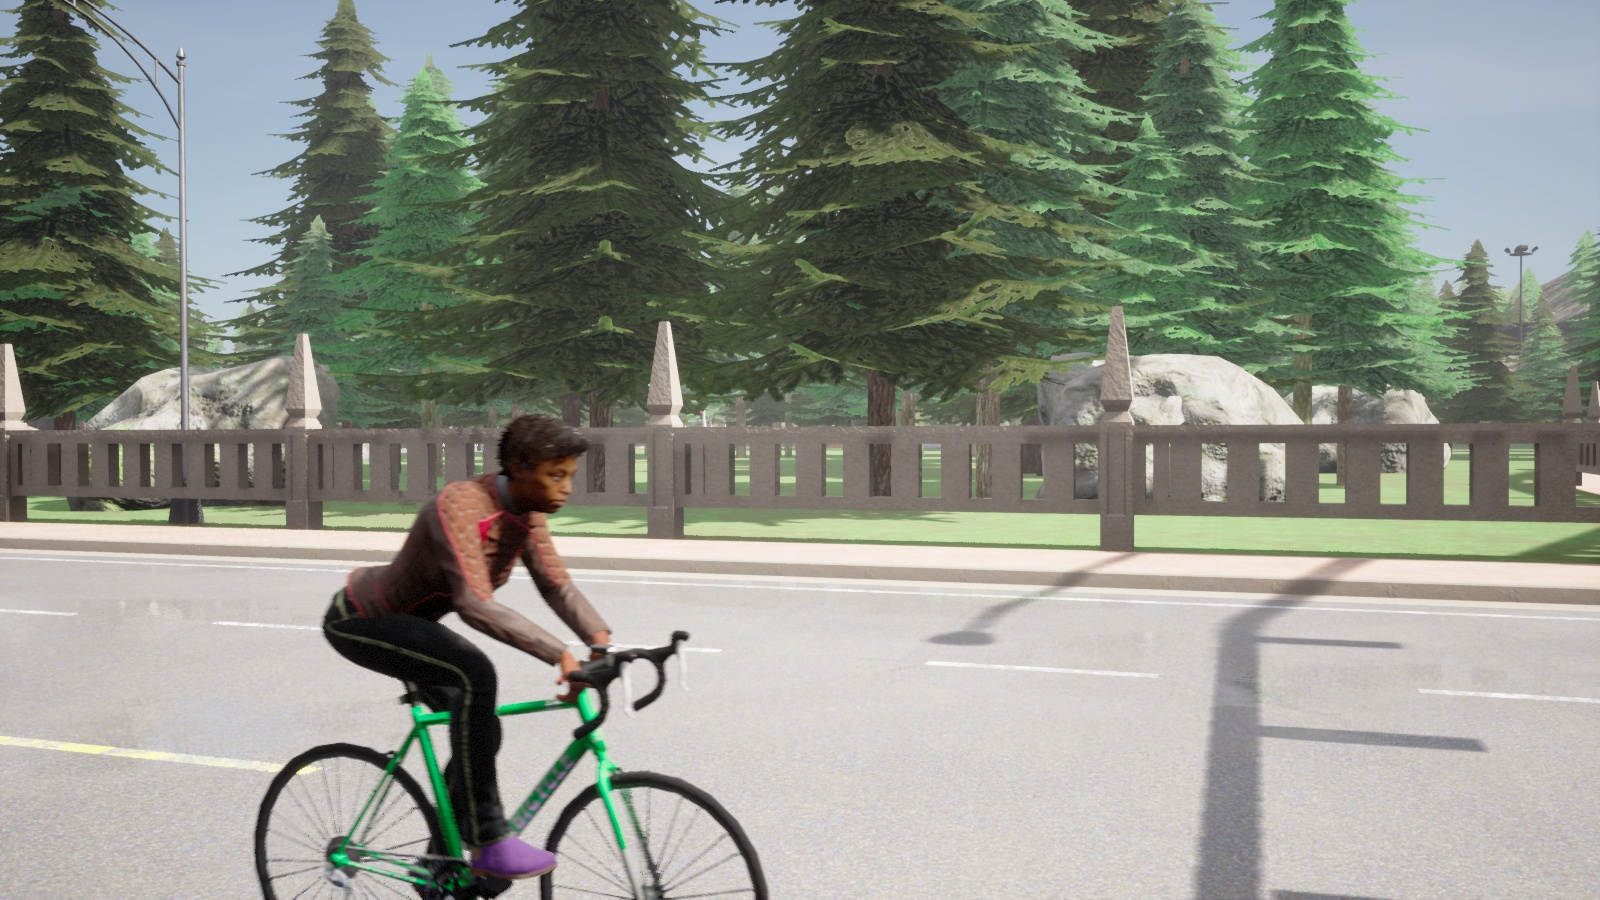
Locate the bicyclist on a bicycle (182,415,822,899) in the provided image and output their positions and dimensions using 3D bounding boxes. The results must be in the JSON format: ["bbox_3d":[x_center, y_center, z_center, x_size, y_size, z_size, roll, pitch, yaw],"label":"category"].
[{"bbox_3d":[-0.824,0.721,3.469,1.656,1.620,0.582,1,1,19],"label":"bicyclist on a bicycle"}]
